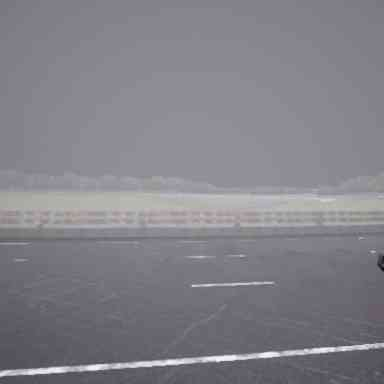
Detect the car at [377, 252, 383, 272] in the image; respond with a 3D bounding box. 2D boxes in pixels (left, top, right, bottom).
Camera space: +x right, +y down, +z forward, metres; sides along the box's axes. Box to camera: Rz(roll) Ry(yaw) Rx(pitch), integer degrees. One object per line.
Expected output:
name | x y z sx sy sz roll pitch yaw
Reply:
car | 6.916 1.683 7.668 4.718 1.301 1.895 1 0 -13
